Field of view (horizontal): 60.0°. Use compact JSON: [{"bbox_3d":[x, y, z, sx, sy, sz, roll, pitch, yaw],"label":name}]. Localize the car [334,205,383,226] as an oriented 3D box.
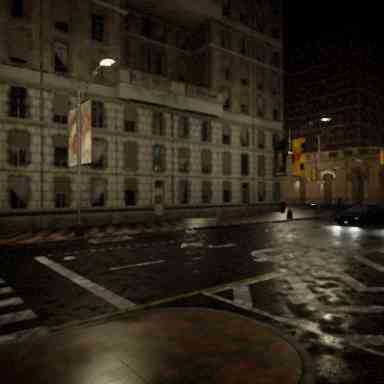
[{"bbox_3d":[12.541,1.662,24.324,5.357,1.411,2.033,0,0,-39],"label":"car"}]
